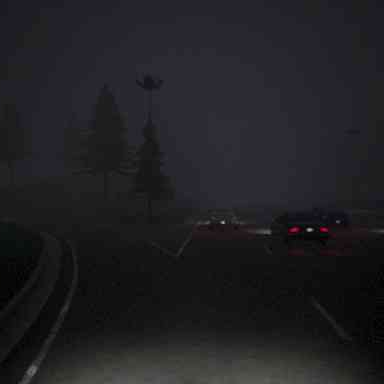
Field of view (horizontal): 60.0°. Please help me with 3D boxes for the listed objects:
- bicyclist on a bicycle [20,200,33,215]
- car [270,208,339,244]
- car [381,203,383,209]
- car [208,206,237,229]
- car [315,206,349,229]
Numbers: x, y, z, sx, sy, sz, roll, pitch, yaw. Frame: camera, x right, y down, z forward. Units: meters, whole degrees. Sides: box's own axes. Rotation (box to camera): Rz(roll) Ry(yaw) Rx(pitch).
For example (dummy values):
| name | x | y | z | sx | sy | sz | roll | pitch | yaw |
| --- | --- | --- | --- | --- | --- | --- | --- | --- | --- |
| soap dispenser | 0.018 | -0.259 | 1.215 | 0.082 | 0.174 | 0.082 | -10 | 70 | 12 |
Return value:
| name | x | y | z | sx | sy | sz | roll | pitch | yaw |
| --- | --- | --- | --- | --- | --- | --- | --- | --- | --- |
| bicyclist on a bicycle | -18.406 | 1.741 | 37.010 | 0.582 | 1.620 | 1.656 | -1 | 0 | 22 |
| car | 5.114 | 1.659 | 16.403 | 2.033 | 1.411 | 5.357 | 0 | 0 | 4 |
| car | 25.147 | 1.399 | 38.495 | 2.150 | 2.045 | 5.566 | 0 | -1 | -39 |
| car | 2.119 | 1.715 | 23.172 | 1.812 | 1.442 | 4.674 | 0 | 0 | 4 |
| car | 9.097 | 1.666 | 22.633 | 1.812 | 1.442 | 4.674 | 0 | 0 | 4 |
